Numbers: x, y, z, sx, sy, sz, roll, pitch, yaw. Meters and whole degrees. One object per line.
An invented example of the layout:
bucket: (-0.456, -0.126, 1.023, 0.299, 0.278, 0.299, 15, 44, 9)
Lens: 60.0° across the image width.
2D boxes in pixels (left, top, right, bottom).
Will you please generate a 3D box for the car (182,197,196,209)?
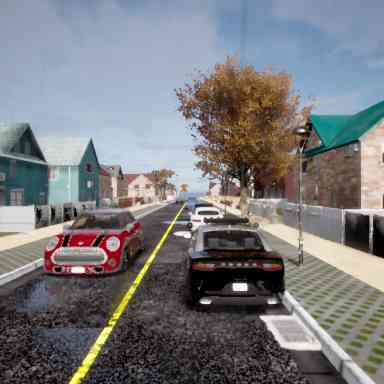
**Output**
car: (0.022, 1.648, 46.038, 2.033, 1.411, 5.357, 0, 0, 0)

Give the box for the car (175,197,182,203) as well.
car: (-2.761, 1.810, 73.962, 2.033, 1.411, 5.357, 0, 0, 0)

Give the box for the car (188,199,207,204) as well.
car: (0.821, 1.517, 24.179, 1.837, 1.490, 4.892, 0, 0, 0)

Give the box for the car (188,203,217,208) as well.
car: (0.822, 1.534, 18.179, 1.812, 1.442, 4.674, 0, 0, 0)

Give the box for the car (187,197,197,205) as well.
car: (-0.009, 1.676, 63.090, 1.882, 1.535, 5.008, 0, 0, 0)

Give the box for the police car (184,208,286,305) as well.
police car: (0.824, 1.428, 8.288, 1.930, 1.638, 5.238, 0, 0, 0)

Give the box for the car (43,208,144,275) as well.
car: (-2.852, 1.356, 10.564, 2.097, 1.767, 4.553, 0, 0, 0)
